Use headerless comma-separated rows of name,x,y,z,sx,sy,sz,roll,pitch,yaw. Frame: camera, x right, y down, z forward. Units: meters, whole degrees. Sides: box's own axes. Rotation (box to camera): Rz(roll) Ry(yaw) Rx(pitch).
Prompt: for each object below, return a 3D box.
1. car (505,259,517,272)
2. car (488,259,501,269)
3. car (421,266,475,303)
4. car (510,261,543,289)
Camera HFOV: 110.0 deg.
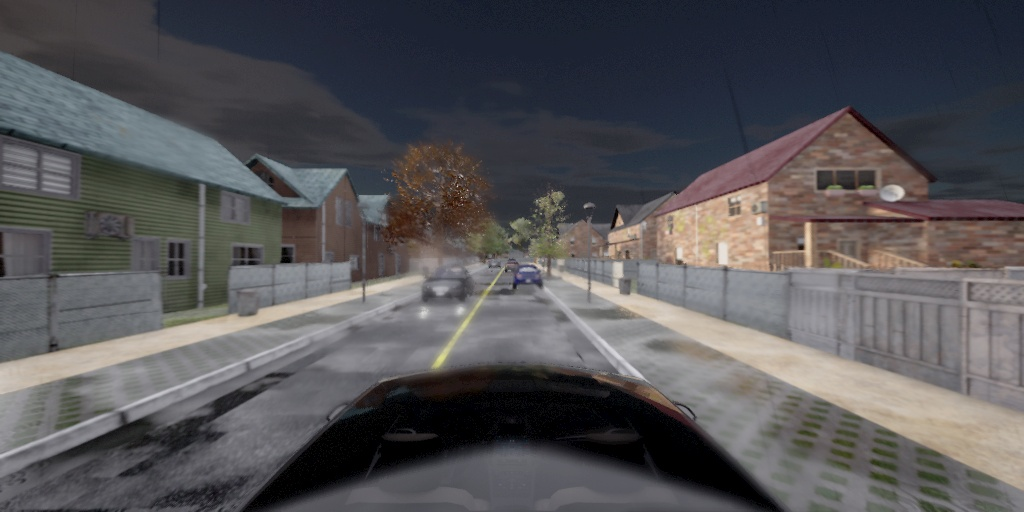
car,0.050,1.238,46.602,2.128,1.511,4.902,0,0,1
car,-2.795,1.243,57.651,2.128,1.511,4.902,0,0,1
car,-2.845,1.237,16.705,2.128,1.511,4.902,0,0,0
car,0.966,1.270,22.932,1.812,1.442,4.674,0,0,0
